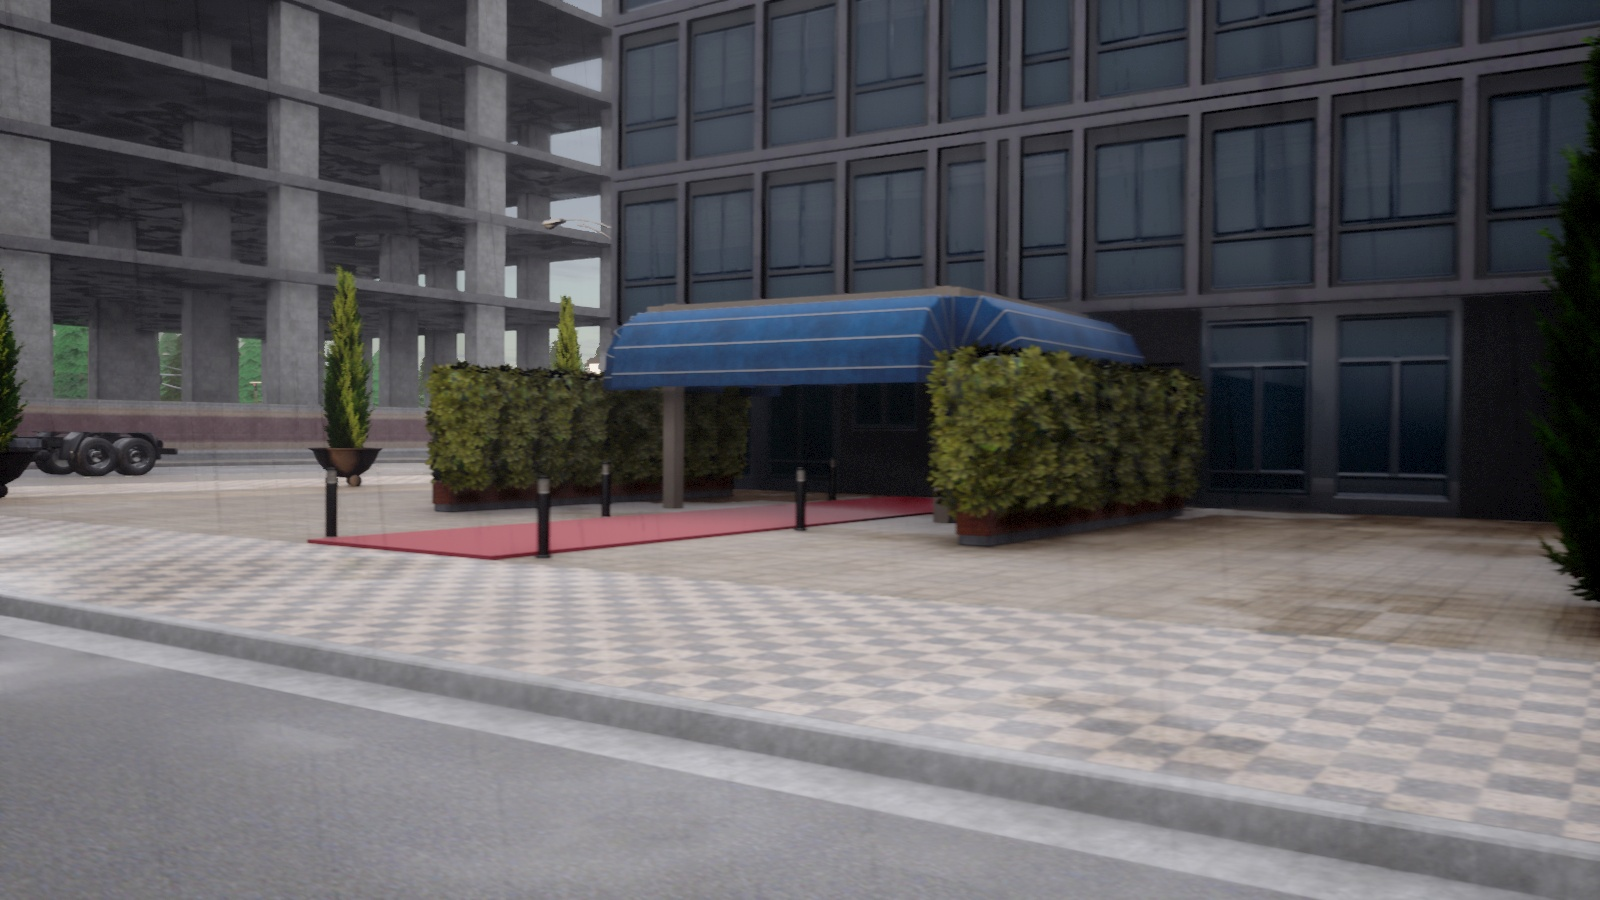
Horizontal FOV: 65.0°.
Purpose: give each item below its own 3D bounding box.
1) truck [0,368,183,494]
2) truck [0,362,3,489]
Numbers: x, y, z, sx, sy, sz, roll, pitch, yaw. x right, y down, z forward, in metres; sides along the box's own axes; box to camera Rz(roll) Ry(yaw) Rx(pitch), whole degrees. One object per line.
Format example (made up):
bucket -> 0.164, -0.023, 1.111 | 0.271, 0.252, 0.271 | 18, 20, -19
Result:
truck -> -22.471, -0.542, 36.268 | 2.891, 3.462, 7.936 | 0, 1, 34
truck -> -27.541, -0.661, 35.001 | 2.891, 3.827, 8.468 | 0, 1, 34
